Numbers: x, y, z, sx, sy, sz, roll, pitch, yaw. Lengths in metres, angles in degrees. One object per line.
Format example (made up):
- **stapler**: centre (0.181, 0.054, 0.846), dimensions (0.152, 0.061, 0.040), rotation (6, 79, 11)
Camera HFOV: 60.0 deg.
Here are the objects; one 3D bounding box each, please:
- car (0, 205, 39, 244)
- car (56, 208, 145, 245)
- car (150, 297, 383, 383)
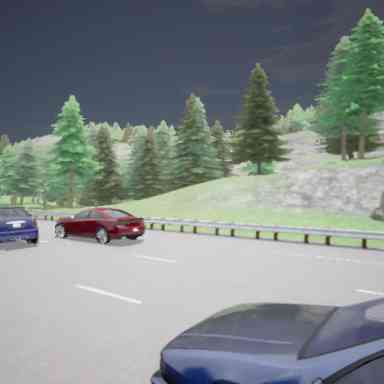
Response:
- **car**: centre (-8.726, 1.352, 14.506), dimensions (4.553, 1.767, 2.097), rotation (0, 0, 35)
- **car**: centre (-4.444, 1.478, 15.752), dimensions (5.008, 1.535, 1.882), rotation (0, 0, 35)
- **car**: centre (2.208, 1.547, 2.415), dimensions (5.357, 1.411, 2.033), rotation (0, 0, 36)
